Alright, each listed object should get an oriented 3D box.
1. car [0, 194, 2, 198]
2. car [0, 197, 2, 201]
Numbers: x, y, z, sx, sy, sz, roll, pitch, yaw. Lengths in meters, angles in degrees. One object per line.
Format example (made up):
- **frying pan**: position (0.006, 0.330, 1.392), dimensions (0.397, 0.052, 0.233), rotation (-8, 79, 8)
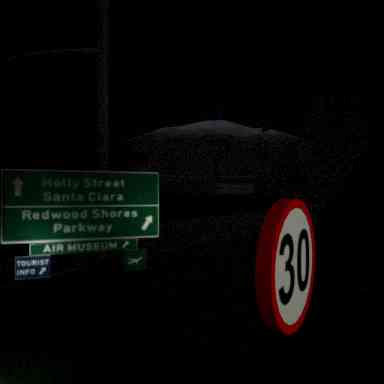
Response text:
- **car**: position (-38.761, 1.489, 69.909), dimensions (4.514, 1.523, 2.007), rotation (0, 0, 35)
- **car**: position (-12.447, 1.504, 26.033), dimensions (1.905, 1.878, 3.866), rotation (0, 0, 35)
